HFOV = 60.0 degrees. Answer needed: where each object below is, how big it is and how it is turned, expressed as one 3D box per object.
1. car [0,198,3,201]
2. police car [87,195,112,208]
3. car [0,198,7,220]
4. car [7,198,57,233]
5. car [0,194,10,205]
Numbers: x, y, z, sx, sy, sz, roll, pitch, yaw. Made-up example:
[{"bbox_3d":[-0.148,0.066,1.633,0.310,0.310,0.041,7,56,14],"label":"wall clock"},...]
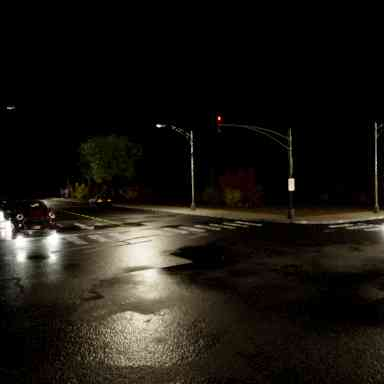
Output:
[{"bbox_3d":[-20.592,1.417,37.210,2.128,1.511,4.902,-2,1,-32],"label":"car"},{"bbox_3d":[-11.615,1.206,41.416,2.038,1.542,4.974,-2,1,-32],"label":"police car"},{"bbox_3d":[-14.685,1.466,27.927,1.812,1.442,4.674,-2,1,-33],"label":"car"},{"bbox_3d":[-9.451,1.304,19.668,2.097,1.767,4.553,-2,1,-32],"label":"car"},{"bbox_3d":[-28.679,1.108,50.042,1.994,1.385,4.181,-2,1,-33],"label":"car"}]
